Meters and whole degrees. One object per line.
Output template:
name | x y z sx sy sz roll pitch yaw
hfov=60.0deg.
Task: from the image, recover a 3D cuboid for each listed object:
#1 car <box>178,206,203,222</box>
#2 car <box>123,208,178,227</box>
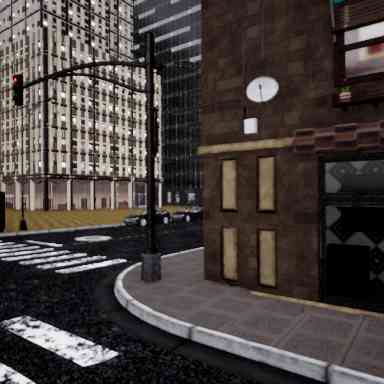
car | -0.239 2.003 30.453 2.008 1.369 4.403 -2 -2 35
car | -3.448 1.922 25.902 2.008 1.369 4.403 -2 -2 35
